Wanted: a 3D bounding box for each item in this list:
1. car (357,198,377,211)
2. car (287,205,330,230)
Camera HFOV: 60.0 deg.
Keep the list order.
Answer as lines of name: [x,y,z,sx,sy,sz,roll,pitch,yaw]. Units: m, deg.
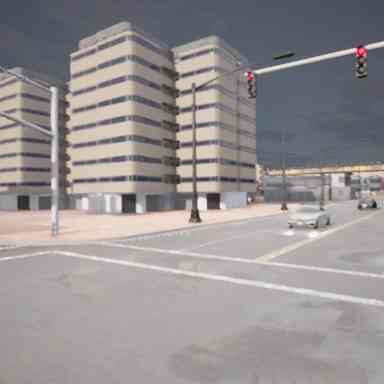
car: [22.767,1.560,43.209,2.128,1.511,4.902,-1,0,35]
car: [7.888,1.621,22.188,1.812,1.442,4.674,-1,0,35]
